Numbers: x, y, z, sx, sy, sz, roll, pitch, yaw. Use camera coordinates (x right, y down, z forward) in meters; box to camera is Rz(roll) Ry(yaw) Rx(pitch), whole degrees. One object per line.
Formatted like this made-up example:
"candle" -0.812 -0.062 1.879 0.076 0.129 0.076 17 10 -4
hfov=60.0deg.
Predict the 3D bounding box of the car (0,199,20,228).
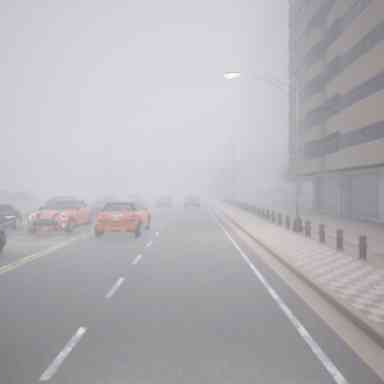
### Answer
"car" -10.588 1.349 17.138 1.837 1.490 4.892 0 1 0

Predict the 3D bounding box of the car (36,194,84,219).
"car" -10.580 1.099 27.060 2.097 1.767 4.553 0 1 0

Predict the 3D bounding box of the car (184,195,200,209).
"car" 0.001 1.228 38.690 1.895 1.301 4.718 0 1 0

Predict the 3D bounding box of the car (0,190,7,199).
"car" -27.442 0.696 48.809 1.905 1.878 3.866 0 1 0

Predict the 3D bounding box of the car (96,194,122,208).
"car" -10.499 1.100 42.363 2.128 1.511 4.902 0 1 0

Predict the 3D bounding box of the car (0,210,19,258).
"car" -7.084 1.446 9.259 1.812 1.442 4.674 0 1 2

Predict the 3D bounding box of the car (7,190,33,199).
"car" -24.547 0.692 48.744 1.932 1.855 4.605 0 1 0

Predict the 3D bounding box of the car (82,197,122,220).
"car" -7.082 1.225 26.822 1.882 1.535 5.008 0 1 0

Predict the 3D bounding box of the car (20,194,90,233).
"car" -7.087 1.184 18.261 2.097 1.767 4.553 0 1 0

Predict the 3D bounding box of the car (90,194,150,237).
"car" -3.401 1.193 17.101 2.097 1.767 4.553 0 1 0

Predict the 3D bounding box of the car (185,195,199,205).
"car" 0.008 1.098 48.131 1.994 1.385 4.181 0 1 0

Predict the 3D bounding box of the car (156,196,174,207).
"car" -3.458 1.155 42.518 1.994 1.385 4.181 0 1 0
